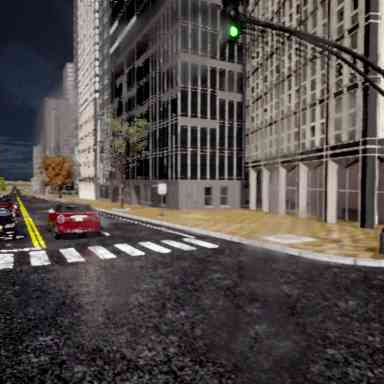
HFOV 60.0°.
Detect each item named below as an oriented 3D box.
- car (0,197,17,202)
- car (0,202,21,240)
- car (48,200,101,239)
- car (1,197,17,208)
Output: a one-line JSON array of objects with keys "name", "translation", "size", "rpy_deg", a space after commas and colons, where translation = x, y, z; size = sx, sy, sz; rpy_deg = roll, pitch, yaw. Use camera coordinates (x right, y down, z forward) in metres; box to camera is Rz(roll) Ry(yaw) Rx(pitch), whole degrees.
[{"name": "car", "translation": [-16.767, 1.305, 29.811], "size": [2.097, 1.767, 4.553], "rpy_deg": [-1, 0, -28]}, {"name": "car", "translation": [-9.615, 1.464, 16.344], "size": [2.128, 1.511, 4.902], "rpy_deg": [-1, 0, -28]}, {"name": "car", "translation": [-6.260, 1.288, 17.373], "size": [2.097, 1.767, 4.553], "rpy_deg": [-1, 0, -28]}, {"name": "car", "translation": [-26.191, 1.454, 47.726], "size": [1.837, 1.490, 4.892], "rpy_deg": [-1, 0, -28]}]
